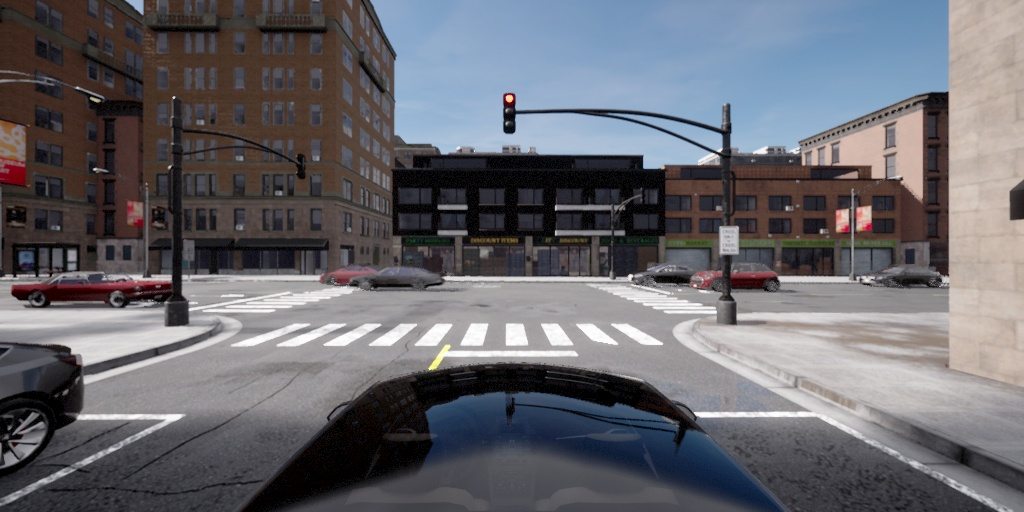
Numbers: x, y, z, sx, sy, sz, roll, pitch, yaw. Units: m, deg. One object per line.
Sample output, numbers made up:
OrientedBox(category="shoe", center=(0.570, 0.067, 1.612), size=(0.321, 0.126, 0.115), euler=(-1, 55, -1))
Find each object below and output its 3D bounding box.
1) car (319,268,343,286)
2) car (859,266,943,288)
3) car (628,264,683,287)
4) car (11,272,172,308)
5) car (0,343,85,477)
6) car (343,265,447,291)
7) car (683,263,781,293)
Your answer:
OrientedBox(category="car", center=(-10.595, 1.285, 24.189), size=(4.181, 1.385, 1.994), euler=(0, 0, -1))
OrientedBox(category="car", center=(26.738, 1.436, 24.678), size=(4.674, 1.442, 1.812), euler=(0, 0, -1))
OrientedBox(category="car", center=(10.500, 1.316, 24.467), size=(4.902, 1.511, 2.128), euler=(0, 0, -1))
OrientedBox(category="car", center=(-16.202, 1.289, 14.161), size=(4.718, 1.301, 1.895), euler=(0, 0, -1))
OrientedBox(category="car", center=(-5.387, 1.316, 2.005), size=(1.948, 1.339, 4.313), euler=(0, 0, 0))
OrientedBox(category="car", center=(-6.575, 1.285, 20.991), size=(5.357, 1.411, 2.033), euler=(0, 0, -1))
OrientedBox(category="car", center=(13.089, 1.189, 21.248), size=(4.553, 1.767, 2.097), euler=(0, 0, -1))
